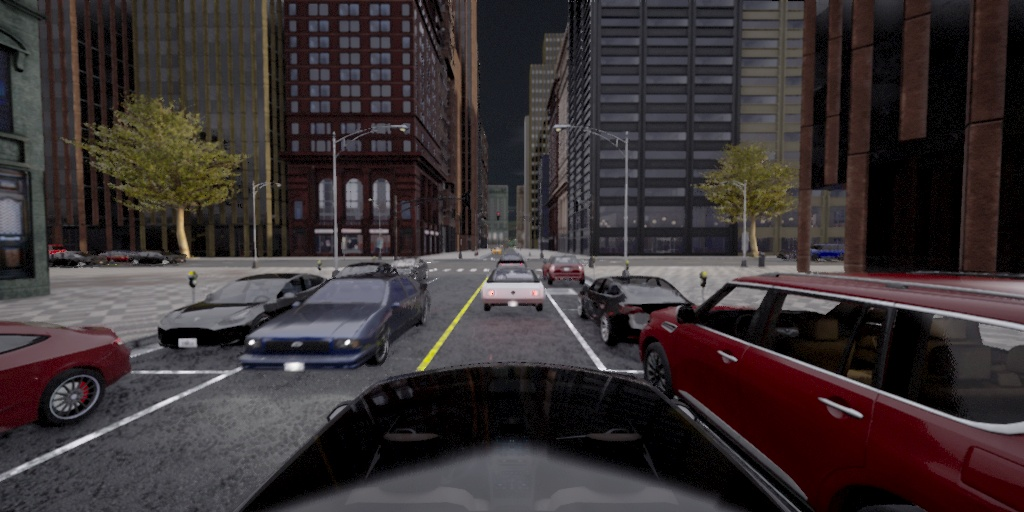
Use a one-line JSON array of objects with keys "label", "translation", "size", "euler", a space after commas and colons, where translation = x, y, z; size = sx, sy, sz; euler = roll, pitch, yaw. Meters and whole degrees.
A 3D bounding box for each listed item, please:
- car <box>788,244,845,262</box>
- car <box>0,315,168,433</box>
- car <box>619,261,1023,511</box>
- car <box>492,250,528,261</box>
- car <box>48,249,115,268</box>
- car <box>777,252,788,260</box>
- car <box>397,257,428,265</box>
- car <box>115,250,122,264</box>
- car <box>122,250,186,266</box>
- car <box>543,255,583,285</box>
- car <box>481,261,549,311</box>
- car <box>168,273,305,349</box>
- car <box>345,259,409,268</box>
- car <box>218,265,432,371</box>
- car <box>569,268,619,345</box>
[{"label": "car", "translation": [35.857, -0.366, 41.487], "size": [5.566, 2.045, 2.150], "euler": [0, 2, 0]}, {"label": "car", "translation": [-5.762, 1.296, 2.933], "size": [1.802, 1.307, 4.207], "euler": [0, 0, 0]}, {"label": "car", "translation": [2.763, 1.024, 2.949], "size": [2.192, 1.841, 5.009], "euler": [0, 0, 0]}, {"label": "car", "translation": [-0.030, 0.597, 22.462], "size": [2.128, 1.511, 4.902], "euler": [0, 2, 0]}, {"label": "car", "translation": [-42.090, 0.365, 34.561], "size": [5.008, 1.535, 1.882], "euler": [0, 2, 0]}, {"label": "car", "translation": [35.581, -0.142, 44.737], "size": [4.181, 1.385, 1.994], "euler": [0, 2, 0]}, {"label": "car", "translation": [-5.789, 0.741, 19.834], "size": [2.007, 1.370, 4.403], "euler": [0, 0, 0]}, {"label": "car", "translation": [-46.293, 0.266, 41.156], "size": [4.718, 1.301, 1.895], "euler": [0, 2, 0]}, {"label": "car", "translation": [-37.327, 0.232, 37.814], "size": [5.008, 1.535, 1.882], "euler": [0, 2, 0]}, {"label": "car", "translation": [2.736, 0.625, 19.849], "size": [1.967, 1.591, 4.097], "euler": [0, 0, 0]}, {"label": "car", "translation": [0.045, 1.017, 12.436], "size": [1.895, 1.301, 4.718], "euler": [0, 2, 0]}, {"label": "car", "translation": [-5.771, 1.105, 8.566], "size": [1.948, 1.339, 4.313], "euler": [0, 0, 0]}, {"label": "car", "translation": [-5.780, 0.930, 14.200], "size": [1.948, 1.339, 4.313], "euler": [0, 0, 0]}, {"label": "car", "translation": [-3.105, 1.110, 7.762], "size": [2.033, 1.411, 5.357], "euler": [0, 2, 0]}, {"label": "car", "translation": [2.754, 1.100, 8.582], "size": [1.948, 1.339, 4.313], "euler": [0, 0, 0]}]
